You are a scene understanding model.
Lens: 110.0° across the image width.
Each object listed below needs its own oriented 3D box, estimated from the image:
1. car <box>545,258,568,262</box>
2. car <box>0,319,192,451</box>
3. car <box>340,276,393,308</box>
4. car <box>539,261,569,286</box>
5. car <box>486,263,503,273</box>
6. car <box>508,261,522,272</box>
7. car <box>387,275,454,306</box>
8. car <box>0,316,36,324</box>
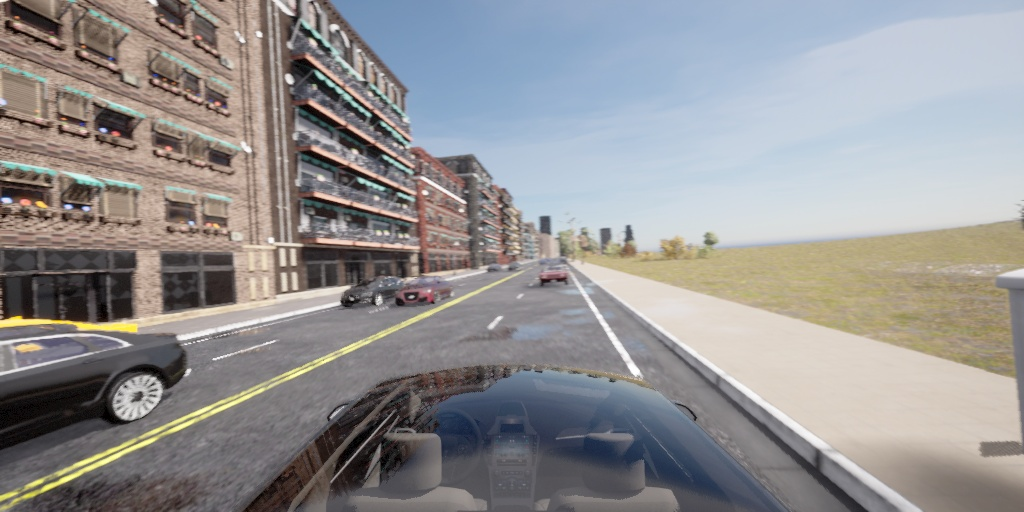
[{"bbox_3d":[5.615,1.239,45.191,1.994,1.385,4.181,-4,0,8],"label":"car"},{"bbox_3d":[-6.557,1.718,3.976,2.128,1.511,4.902,-4,-1,8],"label":"car"},{"bbox_3d":[-7.646,1.932,20.249,1.837,1.490,4.892,-4,-1,8],"label":"car"},{"bbox_3d":[2.988,1.317,25.381,1.895,1.301,4.718,-4,0,8],"label":"car"},{"bbox_3d":[-2.735,1.896,57.238,2.033,1.411,5.357,-4,0,8],"label":"car"},{"bbox_3d":[0.483,1.623,56.928,1.837,1.490,4.892,-4,0,8],"label":"car"},{"bbox_3d":[-4.536,1.761,19.043,1.994,1.385,4.181,-4,0,8],"label":"car"},{"bbox_3d":[-9.555,1.930,6.053,1.882,1.535,5.008,-4,0,7],"label":"car"}]
